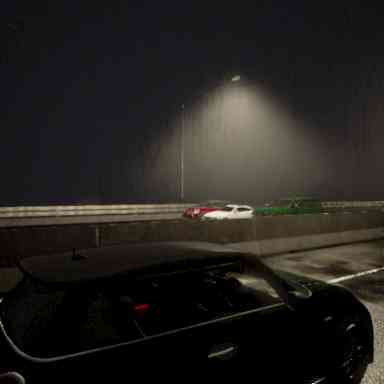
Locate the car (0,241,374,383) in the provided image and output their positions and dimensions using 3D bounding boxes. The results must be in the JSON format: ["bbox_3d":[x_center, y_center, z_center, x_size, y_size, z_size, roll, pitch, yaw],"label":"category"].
[{"bbox_3d":[0.096,1.366,3.800,4.553,1.767,2.097,1,0,-35],"label":"car"}]

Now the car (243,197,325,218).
[{"bbox_3d":[6.185,1.340,21.177,5.566,2.045,2.150,1,0,-35],"label":"car"}]

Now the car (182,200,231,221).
[{"bbox_3d":[1.449,1.462,26.403,4.553,1.767,2.097,1,0,-35],"label":"car"}]

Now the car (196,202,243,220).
[{"bbox_3d":[2.894,1.632,23.145,4.674,1.442,1.812,1,0,-35],"label":"car"}]
